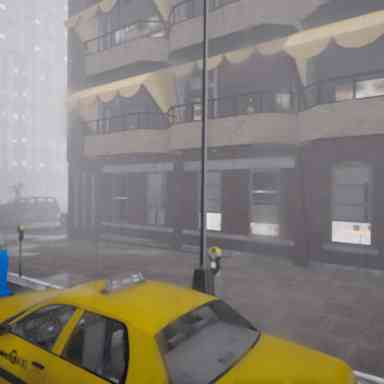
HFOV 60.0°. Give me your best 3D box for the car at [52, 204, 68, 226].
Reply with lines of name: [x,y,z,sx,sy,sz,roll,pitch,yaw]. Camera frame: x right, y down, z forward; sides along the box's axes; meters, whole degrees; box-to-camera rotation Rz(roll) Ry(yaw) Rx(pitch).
car: [-6.951,1.675,23.209,1.887,1.381,4.507,1,0,36]

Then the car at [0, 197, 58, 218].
car: [-13.735,1.324,28.124,2.192,1.841,5.009,1,0,36]

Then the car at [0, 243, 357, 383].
car: [-0.897,1.523,3.505,4.829,1.417,1.752,0,1,36]

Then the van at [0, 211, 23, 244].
van: [-5.317,1.335,6.663,3.998,1.788,1.690,0,1,36]
